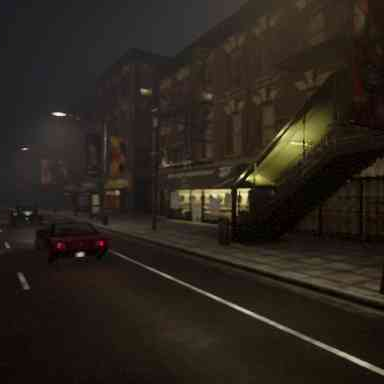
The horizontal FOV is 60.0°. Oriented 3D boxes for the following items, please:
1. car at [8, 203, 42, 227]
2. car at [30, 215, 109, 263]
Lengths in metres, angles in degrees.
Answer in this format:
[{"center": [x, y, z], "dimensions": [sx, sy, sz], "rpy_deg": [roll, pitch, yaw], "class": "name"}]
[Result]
[{"center": [-12.969, 1.631, 25.828], "dimensions": [2.097, 1.767, 4.553], "rpy_deg": [1, -1, -31], "class": "car"}, {"center": [-4.765, 1.750, 12.648], "dimensions": [1.895, 1.301, 4.718], "rpy_deg": [1, -1, -31], "class": "car"}]
